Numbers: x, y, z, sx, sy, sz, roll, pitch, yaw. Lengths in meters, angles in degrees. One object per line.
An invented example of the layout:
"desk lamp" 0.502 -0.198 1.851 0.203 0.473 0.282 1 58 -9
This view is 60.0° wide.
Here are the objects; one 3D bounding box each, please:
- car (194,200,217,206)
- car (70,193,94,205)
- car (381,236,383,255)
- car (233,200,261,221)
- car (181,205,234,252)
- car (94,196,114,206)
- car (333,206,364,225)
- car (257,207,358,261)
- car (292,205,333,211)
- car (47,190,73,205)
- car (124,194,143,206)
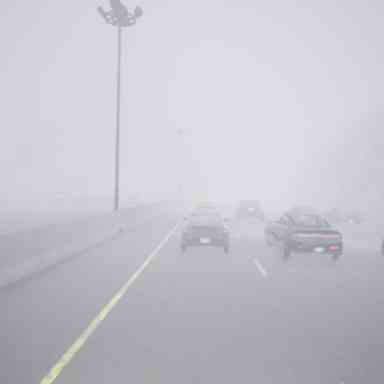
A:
"car" 1.187 1.463 29.504 1.882 1.535 5.008 1 0 3
"car" -15.690 1.137 49.004 1.837 1.490 4.892 1 0 3
"car" 7.356 1.623 9.518 2.128 1.511 4.902 1 0 3
"car" 4.601 1.405 27.510 2.097 1.767 4.553 1 0 3
"car" 0.552 1.519 13.902 1.812 1.442 4.674 1 0 2
"car" -12.195 1.248 48.895 2.033 1.411 5.357 1 0 3
"car" 11.538 1.792 26.104 1.895 1.301 4.718 1 0 3
"car" 3.996 1.553 12.569 2.128 1.511 4.902 1 0 3
"car" 7.933 1.672 23.957 2.033 1.411 5.357 1 0 3
"car" -19.183 0.785 49.032 2.150 2.045 5.566 1 0 3
"car" -8.664 1.121 49.514 2.097 1.767 4.553 1 0 3
